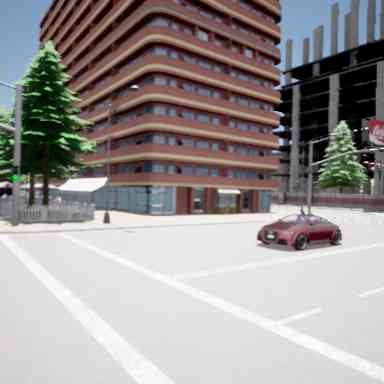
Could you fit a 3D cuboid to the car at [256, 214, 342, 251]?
[{"bbox_3d":[4.861,1.695,14.922,4.181,1.385,1.994,1,0,-36],"label":"car"}]
